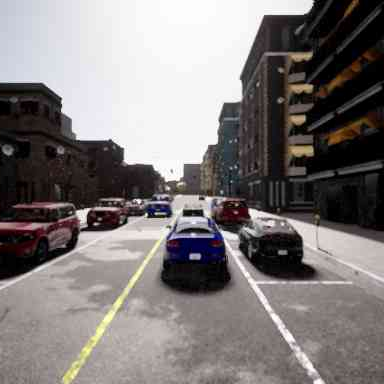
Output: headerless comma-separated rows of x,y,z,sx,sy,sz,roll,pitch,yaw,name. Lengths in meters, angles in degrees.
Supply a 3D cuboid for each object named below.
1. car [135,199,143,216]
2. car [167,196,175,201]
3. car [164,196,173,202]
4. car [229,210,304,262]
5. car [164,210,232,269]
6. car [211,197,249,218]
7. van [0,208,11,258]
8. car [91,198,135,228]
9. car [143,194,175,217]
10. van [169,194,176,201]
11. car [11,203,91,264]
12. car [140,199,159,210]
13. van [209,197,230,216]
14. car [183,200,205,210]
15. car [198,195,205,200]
-5.654,1.512,33.755,1.967,1.590,4.097,1,0,0,car
-5.623,1.725,88.206,1.887,1.381,4.507,1,0,0,car
-5.703,1.714,82.524,1.887,1.381,4.507,1,0,0,car
2.711,1.577,12.113,2.008,1.369,4.403,1,0,0,car
0.092,1.550,11.124,1.812,1.442,4.674,0,0,0,car
2.722,1.364,22.928,2.192,1.841,5.009,1,0,0,car
-5.669,1.357,6.718,1.690,1.788,3.998,1,0,0,van
-5.658,1.364,22.940,2.192,1.841,5.009,1,0,0,car
-3.078,1.290,32.803,2.150,2.045,5.566,0,0,0,car
-5.615,1.533,93.894,1.690,1.788,3.998,1,0,0,van
-5.664,1.342,12.126,2.192,1.841,5.009,1,0,0,car
-5.650,1.644,44.568,2.008,1.369,4.403,1,0,0,car
2.728,1.412,33.742,1.690,1.788,3.998,1,0,0,van
0.115,1.667,31.365,1.895,1.301,4.718,0,0,0,car
2.763,1.631,93.949,1.967,1.590,4.097,1,0,0,car
